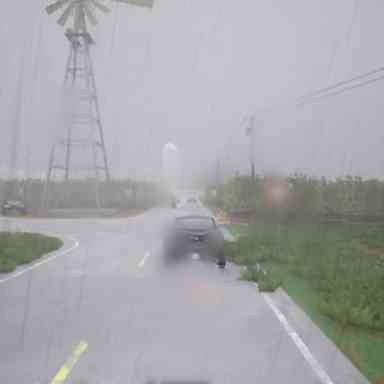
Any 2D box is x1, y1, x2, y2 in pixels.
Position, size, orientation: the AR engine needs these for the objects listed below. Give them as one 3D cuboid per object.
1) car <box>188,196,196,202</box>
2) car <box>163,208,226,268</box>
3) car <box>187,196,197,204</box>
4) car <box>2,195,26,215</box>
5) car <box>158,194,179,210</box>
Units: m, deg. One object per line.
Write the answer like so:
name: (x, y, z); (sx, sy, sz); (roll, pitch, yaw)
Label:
car: (-0.006, 1.523, 77.717); (1.895, 1.301, 4.718); (0, 0, 0)
car: (0.087, 1.519, 11.372); (1.837, 1.490, 4.892); (0, 0, 0)
car: (-0.005, 1.644, 67.684); (1.994, 1.385, 4.181); (0, 0, 0)
car: (-17.224, 1.257, 32.165); (1.905, 1.878, 3.866); (0, 0, -31)
car: (-3.286, 1.278, 45.334); (2.150, 2.045, 5.566); (0, 0, 0)
